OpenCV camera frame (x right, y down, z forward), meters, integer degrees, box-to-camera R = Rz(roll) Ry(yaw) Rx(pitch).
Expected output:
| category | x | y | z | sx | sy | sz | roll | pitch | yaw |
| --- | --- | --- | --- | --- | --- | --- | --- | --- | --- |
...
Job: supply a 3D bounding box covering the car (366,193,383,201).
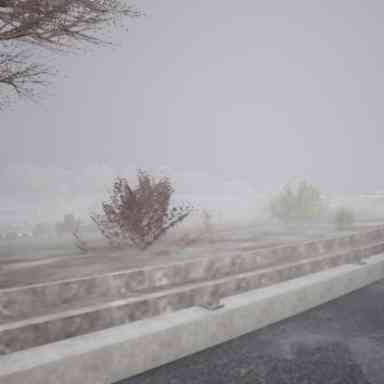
| category | x | y | z | sx | sy | sz | roll | pitch | yaw |
| --- | --- | --- | --- | --- | --- | --- | --- | --- | --- |
| car | 44.272 | 1.215 | 80.125 | 2.150 | 2.045 | 5.566 | 0 | 0 | 1 |
